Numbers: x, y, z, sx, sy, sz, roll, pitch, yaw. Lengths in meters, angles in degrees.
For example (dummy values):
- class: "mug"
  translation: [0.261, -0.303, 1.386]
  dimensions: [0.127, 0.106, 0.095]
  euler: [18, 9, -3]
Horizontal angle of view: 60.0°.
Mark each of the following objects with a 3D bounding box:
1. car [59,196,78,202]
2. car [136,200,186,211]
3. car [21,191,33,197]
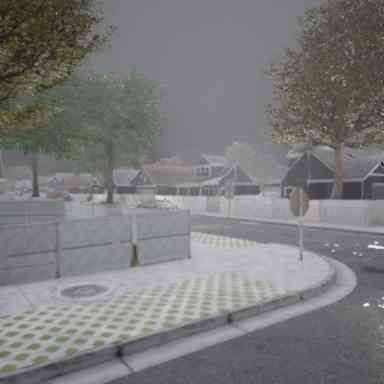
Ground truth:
- class: "car"
  translation: [-16.653, 1.286, 44.293]
  dimensions: [2.033, 1.411, 5.357]
  euler: [0, 0, -35]
- class: "car"
  translation: [-2.286, 1.334, 24.044]
  dimensions: [1.882, 1.535, 5.008]
  euler: [0, 1, -36]
- class: "car"
  translation: [-39.757, 1.067, 81.444]
  dimensions: [2.128, 1.511, 4.902]
  euler: [0, 0, -36]
